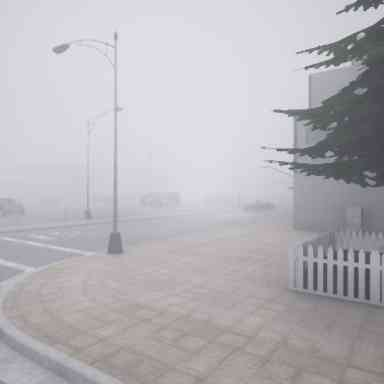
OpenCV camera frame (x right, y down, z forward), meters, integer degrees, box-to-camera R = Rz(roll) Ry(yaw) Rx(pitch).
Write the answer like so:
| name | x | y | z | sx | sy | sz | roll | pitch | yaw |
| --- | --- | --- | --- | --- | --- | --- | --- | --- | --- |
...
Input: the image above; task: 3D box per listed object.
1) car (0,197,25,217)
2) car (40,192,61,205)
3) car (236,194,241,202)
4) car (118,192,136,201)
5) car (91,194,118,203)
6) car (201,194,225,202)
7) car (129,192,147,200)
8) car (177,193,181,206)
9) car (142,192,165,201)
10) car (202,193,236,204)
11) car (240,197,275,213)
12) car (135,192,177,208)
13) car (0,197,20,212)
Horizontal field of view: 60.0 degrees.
| name | x | y | z | sx | sy | sz | roll | pitch | yaw |
| --- | --- | --- | --- | --- | --- | --- | --- | --- | --- |
| car | -15.762 | 1.287 | 28.019 | 3.633 | 1.501 | 1.845 | 0 | 0 | 36 |
| car | -21.790 | 1.179 | 50.972 | 3.633 | 1.501 | 1.845 | 0 | 0 | 36 |
| car | 7.774 | 1.145 | 61.230 | 3.806 | 1.475 | 1.970 | 0 | 0 | 36 |
| car | -14.801 | 1.198 | 73.624 | 3.806 | 1.475 | 1.970 | 0 | 0 | 36 |
| car | -15.859 | 1.158 | 59.014 | 4.514 | 1.523 | 2.007 | 0 | 0 | 36 |
| car | 4.245 | 1.190 | 68.347 | 4.514 | 1.523 | 2.007 | 0 | 0 | 36 |
| car | -12.345 | 0.916 | 75.947 | 3.866 | 1.878 | 1.905 | 0 | 0 | 36 |
| car | -3.302 | 0.990 | 45.529 | 3.866 | 1.878 | 1.905 | 0 | 0 | 36 |
| car | -7.933 | 0.960 | 68.650 | 4.605 | 1.855 | 1.932 | 0 | 0 | 36 |
| car | 4.249 | 1.068 | 55.858 | 5.027 | 1.636 | 2.152 | 0 | 0 | 36 |
| car | 7.297 | 1.541 | 36.186 | 1.895 | 1.301 | 4.718 | 0 | 0 | 36 |
| car | -4.683 | 1.012 | 42.940 | 4.605 | 1.855 | 1.932 | 0 | 0 | 36 |
| car | -19.994 | 1.276 | 34.804 | 3.806 | 1.475 | 1.970 | 0 | 0 | 36 |
